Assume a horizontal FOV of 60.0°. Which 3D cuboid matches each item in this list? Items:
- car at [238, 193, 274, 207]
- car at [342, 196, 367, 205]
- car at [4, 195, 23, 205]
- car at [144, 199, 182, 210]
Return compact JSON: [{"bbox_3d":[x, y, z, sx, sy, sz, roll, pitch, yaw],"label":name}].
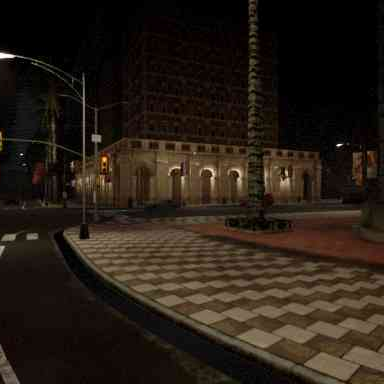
[{"bbox_3d":[9.567,1.220,49.364,5.566,2.045,2.150,0,0,-26],"label":"car"},{"bbox_3d":[28.772,1.479,58.796,5.008,1.535,1.882,0,0,-27],"label":"car"},{"bbox_3d":[-30.683,1.601,57.155,1.895,1.301,4.718,0,0,-26],"label":"car"},{"bbox_3d":[-3.735,1.601,42.855,4.718,1.301,1.895,0,0,-26],"label":"car"}]
